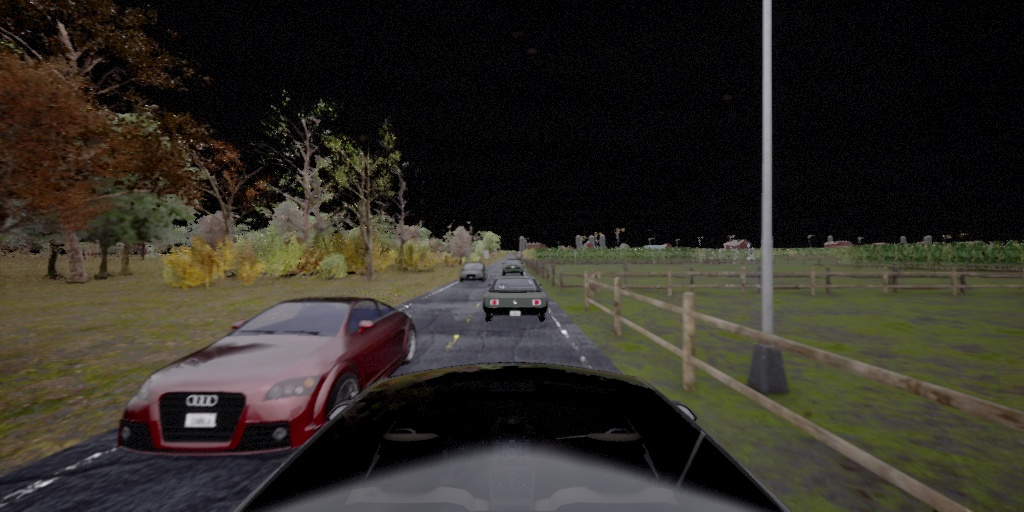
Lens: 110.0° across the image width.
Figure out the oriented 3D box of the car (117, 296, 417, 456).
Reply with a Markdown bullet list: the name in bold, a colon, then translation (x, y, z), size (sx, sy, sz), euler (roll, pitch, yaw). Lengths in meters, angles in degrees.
- **car**: translation (-2.827, 1.312, 5.268), size (1.994, 1.385, 4.181), euler (0, 0, 1)

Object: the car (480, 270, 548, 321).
- **car**: translation (0.101, 1.344, 12.421), size (1.895, 1.301, 4.718), euler (0, 0, 0)

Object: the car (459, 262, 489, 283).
- **car**: translation (-2.841, 1.230, 27.304), size (1.837, 1.490, 4.892), euler (0, 0, 0)

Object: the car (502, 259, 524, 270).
- **car**: translation (0.096, 1.065, 36.562), size (2.097, 1.767, 4.553), euler (0, 0, 0)
